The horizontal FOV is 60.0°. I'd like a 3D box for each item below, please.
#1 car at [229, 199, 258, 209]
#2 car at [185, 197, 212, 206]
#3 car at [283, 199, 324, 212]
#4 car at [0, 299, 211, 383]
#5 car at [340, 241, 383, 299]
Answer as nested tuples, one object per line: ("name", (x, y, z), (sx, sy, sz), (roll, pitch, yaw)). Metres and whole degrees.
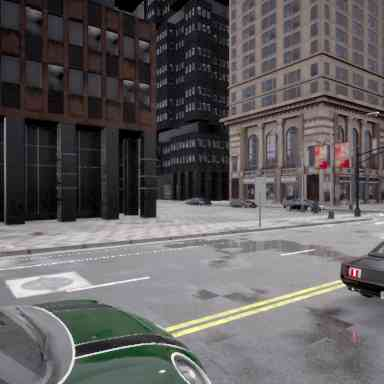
("car", (7.069, 1.600, 46.225), (1.994, 1.385, 4.181), (0, 0, -36))
("car", (1.005, 1.596, 54.820), (2.033, 1.411, 5.357), (0, 0, -36))
("car", (12.734, 1.517, 38.223), (2.128, 1.511, 4.902), (0, 0, -35))
("car", (-1.982, 1.352, 2.025), (4.553, 1.767, 2.097), (0, 0, -35))
("car", (5.363, 1.600, 7.265), (4.718, 1.301, 1.895), (0, 0, -35))
